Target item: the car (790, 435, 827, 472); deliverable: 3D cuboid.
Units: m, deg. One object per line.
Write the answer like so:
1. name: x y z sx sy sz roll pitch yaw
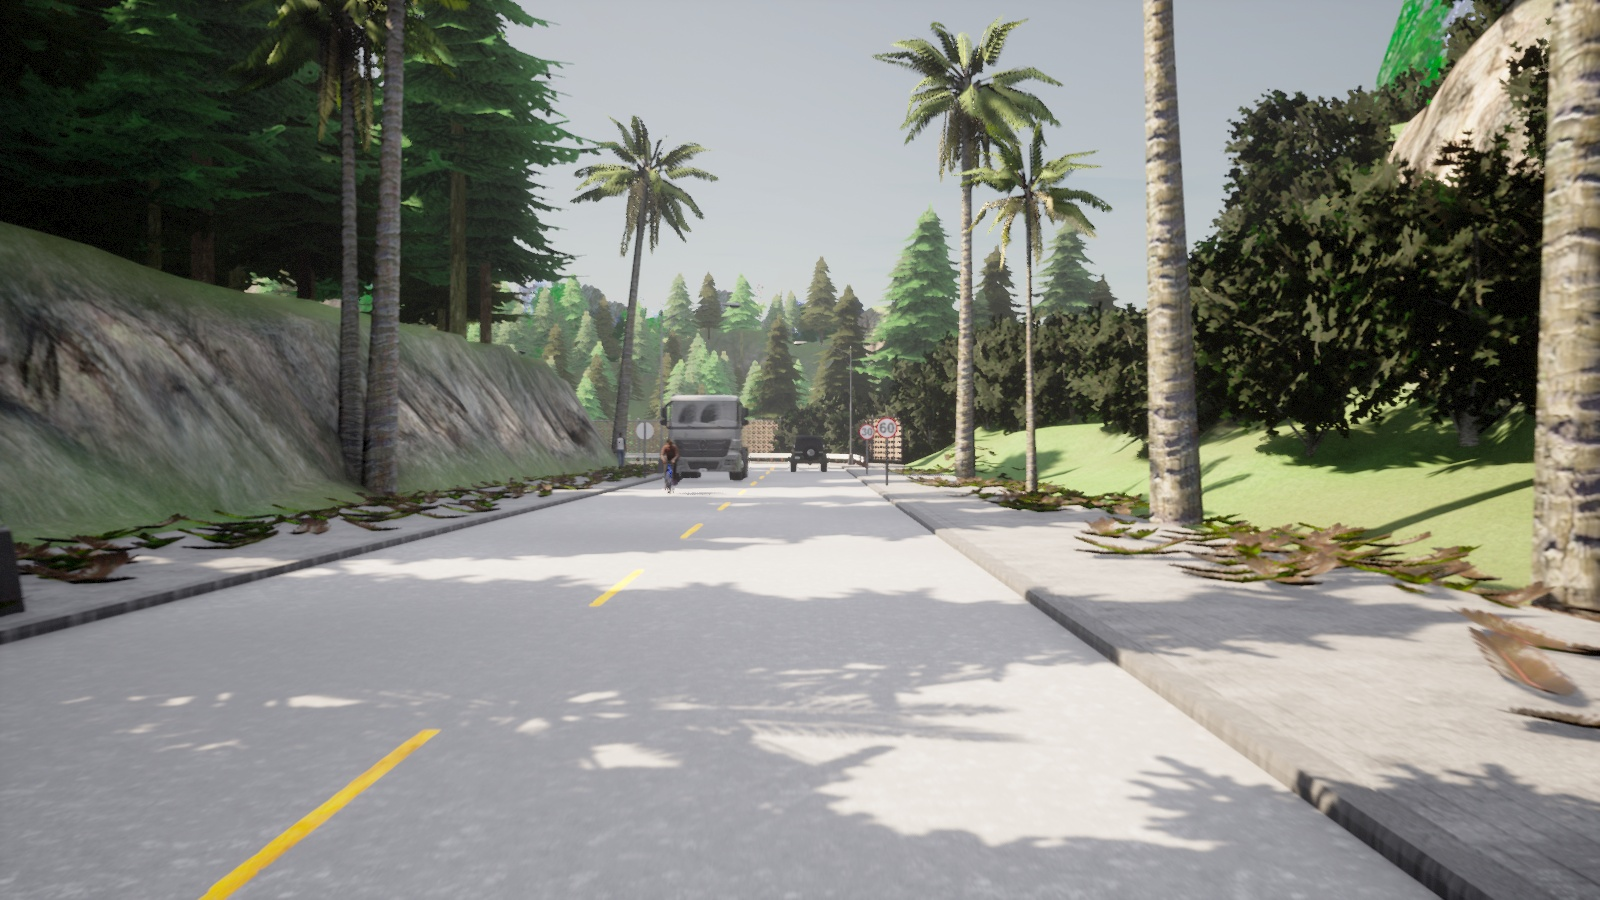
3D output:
1. car: 0.453 0.173 65.689 1.905 1.878 3.866 0 0 0

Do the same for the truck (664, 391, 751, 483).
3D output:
1. truck: -3.642 -0.527 51.276 2.891 3.462 7.936 0 0 0

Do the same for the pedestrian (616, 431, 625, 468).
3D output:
1. pedestrian: -8.876 -0.039 62.056 0.354 1.836 0.706 0 0 0

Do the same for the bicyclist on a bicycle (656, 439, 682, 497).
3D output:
1. bicyclist on a bicycle: -3.746 0.493 36.031 0.582 1.620 1.656 0 1 0
